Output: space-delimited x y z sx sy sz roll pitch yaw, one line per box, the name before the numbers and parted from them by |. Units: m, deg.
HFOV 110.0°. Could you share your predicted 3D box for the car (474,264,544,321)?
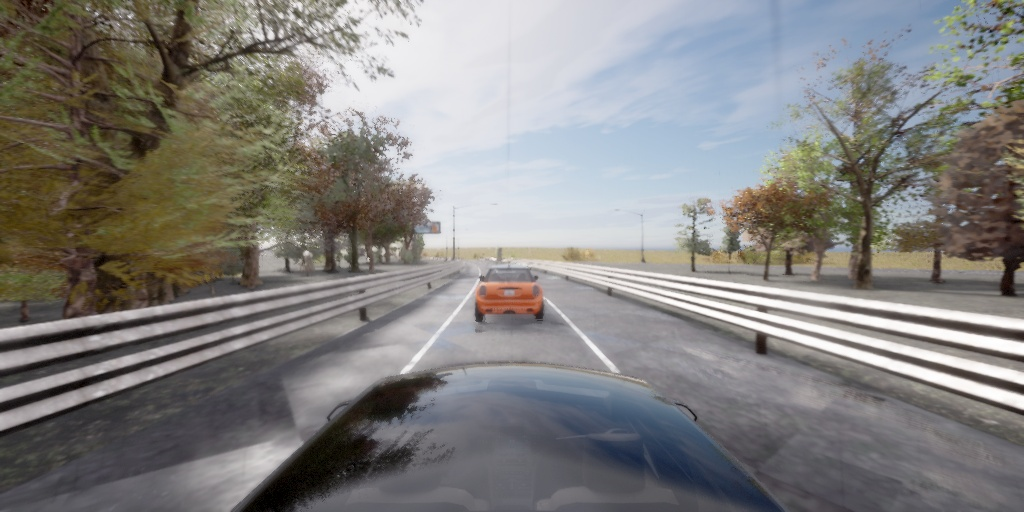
car | -0.115 1.070 12.530 2.097 1.767 4.553 0 0 -1
